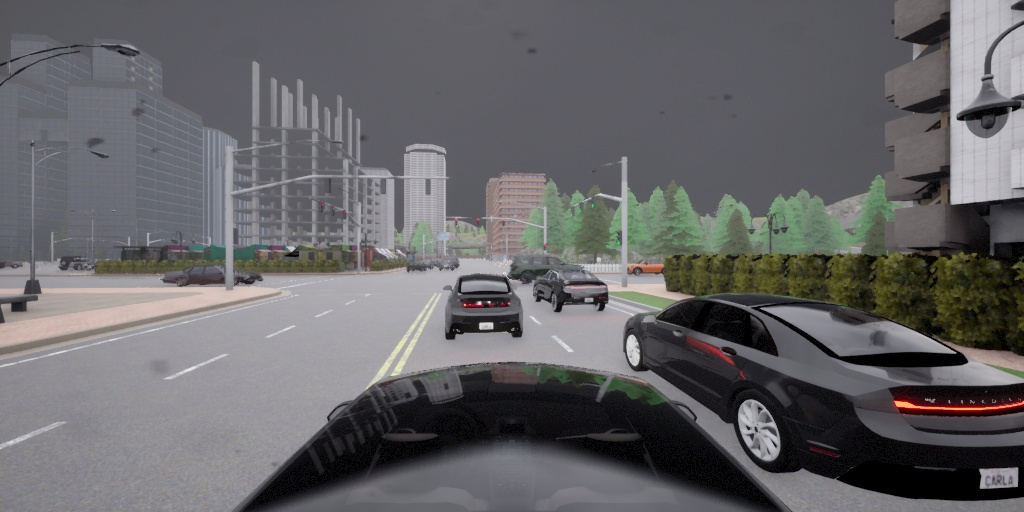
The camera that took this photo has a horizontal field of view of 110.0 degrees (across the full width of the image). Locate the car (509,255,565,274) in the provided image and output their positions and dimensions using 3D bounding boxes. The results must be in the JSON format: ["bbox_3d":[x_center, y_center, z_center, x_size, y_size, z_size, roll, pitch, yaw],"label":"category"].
[{"bbox_3d":[2.518,0.970,25.741,5.566,2.045,2.150,0,0,-5],"label":"car"}]

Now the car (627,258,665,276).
[{"bbox_3d":[14.058,1.102,37.499,4.553,1.767,2.097,0,0,-5],"label":"car"}]

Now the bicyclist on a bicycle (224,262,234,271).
[{"bbox_3d":[-29.516,1.011,37.408,0.582,1.620,1.656,0,5,-5],"label":"bicyclist on a bicycle"}]

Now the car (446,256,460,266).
[{"bbox_3d":[-10.153,0.971,59.864,2.150,2.045,5.566,0,0,-6],"label":"car"}]

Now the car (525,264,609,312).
[{"bbox_3d":[2.140,1.241,14.205,2.128,1.511,4.902,0,0,-9],"label":"car"}]

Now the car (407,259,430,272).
[{"bbox_3d":[-12.195,1.351,46.078,1.895,1.301,4.718,0,0,-4],"label":"car"}]

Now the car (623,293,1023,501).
[{"bbox_3d":[3.113,1.255,4.844,1.837,1.490,4.892,0,0,-4],"label":"car"}]

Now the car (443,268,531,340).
[{"bbox_3d":[-0.857,1.255,10.090,1.837,1.490,4.892,0,0,-7],"label":"car"}]

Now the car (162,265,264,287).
[{"bbox_3d":[-19.734,1.297,23.782,5.357,1.411,2.033,0,0,-5],"label":"car"}]

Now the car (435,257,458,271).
[{"bbox_3d":[-9.059,1.241,50.064,2.128,1.511,4.902,0,0,-6],"label":"car"}]

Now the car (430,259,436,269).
[{"bbox_3d":[-13.169,1.255,55.317,1.837,1.490,4.892,0,0,-6],"label":"car"}]
